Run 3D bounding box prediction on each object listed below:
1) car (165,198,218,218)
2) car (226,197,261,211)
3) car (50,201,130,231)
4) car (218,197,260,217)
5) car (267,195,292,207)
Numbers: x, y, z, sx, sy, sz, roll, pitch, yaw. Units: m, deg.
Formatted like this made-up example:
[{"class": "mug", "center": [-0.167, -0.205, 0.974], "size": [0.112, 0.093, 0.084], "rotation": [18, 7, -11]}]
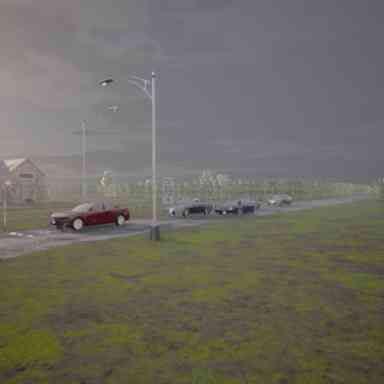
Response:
[{"class": "car", "center": [-0.228, 1.274, 27.918], "size": [2.128, 1.511, 4.902], "rotation": [0, 0, 36]}, {"class": "car", "center": [5.661, 1.259, 35.880], "size": [1.994, 1.385, 4.181], "rotation": [0, 0, 37]}, {"class": "car", "center": [-6.022, 1.348, 20.067], "size": [1.882, 1.535, 5.008], "rotation": [0, 0, 36]}, {"class": "car", "center": [3.947, 1.348, 28.628], "size": [1.895, 1.301, 4.718], "rotation": [0, 0, 37]}, {"class": "car", "center": [11.603, 1.098, 43.882], "size": [2.128, 1.511, 4.902], "rotation": [0, 0, 37]}]
